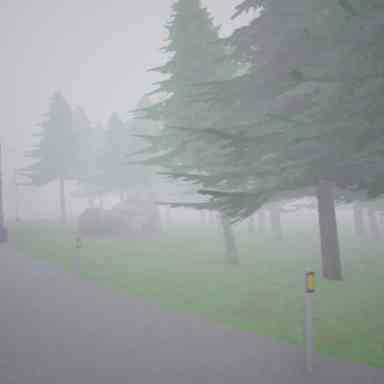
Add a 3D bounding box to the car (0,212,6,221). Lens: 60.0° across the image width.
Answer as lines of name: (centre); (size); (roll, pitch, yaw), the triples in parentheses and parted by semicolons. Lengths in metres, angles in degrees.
car: (-22.145, 2.579, 36.462); (2.128, 1.511, 4.902); (-3, -2, -9)
